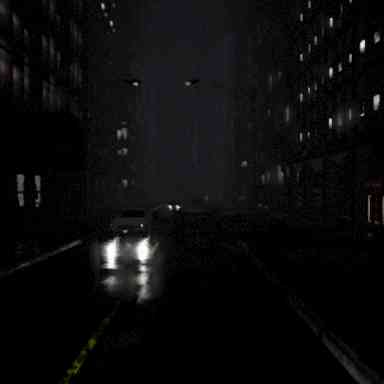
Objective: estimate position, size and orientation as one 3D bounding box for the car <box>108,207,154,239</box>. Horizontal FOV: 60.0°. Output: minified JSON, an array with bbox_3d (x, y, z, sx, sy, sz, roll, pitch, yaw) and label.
[{"bbox_3d":[-3.105,1.565,17.788,1.812,1.442,4.674,0,0,0],"label":"car"}]

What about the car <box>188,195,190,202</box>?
[{"bbox_3d":[-0.021,1.637,75.917,2.033,1.411,5.357,0,0,0],"label":"car"}]

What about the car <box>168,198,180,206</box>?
[{"bbox_3d":[-3.069,1.719,58.284,1.994,1.385,4.181,0,0,0],"label":"car"}]

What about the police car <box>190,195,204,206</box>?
[{"bbox_3d":[1.034,1.581,57.923,1.930,1.638,5.238,0,0,0],"label":"police car"}]
